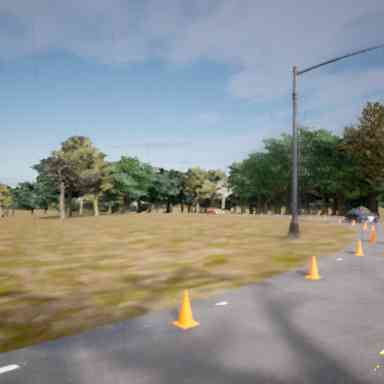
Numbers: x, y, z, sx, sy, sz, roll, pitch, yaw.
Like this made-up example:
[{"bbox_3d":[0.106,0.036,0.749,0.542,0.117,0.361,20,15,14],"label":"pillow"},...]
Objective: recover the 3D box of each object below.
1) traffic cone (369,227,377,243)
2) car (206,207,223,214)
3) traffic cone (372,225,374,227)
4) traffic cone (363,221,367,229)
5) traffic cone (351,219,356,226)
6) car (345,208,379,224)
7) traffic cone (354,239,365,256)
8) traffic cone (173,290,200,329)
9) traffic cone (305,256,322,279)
[{"bbox_3d":[9.021,2.195,16.536,0.340,0.580,0.340,0,-1,31],"label":"traffic cone"},{"bbox_3d":[5.099,4.253,75.956,2.097,1.767,4.553,1,-3,-27],"label":"car"},{"bbox_3d":[11.259,2.333,20.689,0.340,0.580,0.340,0,-2,25],"label":"traffic cone"},{"bbox_3d":[13.051,2.506,25.051,0.340,0.580,0.340,0,-2,19],"label":"traffic cone"},{"bbox_3d":[14.376,2.696,29.575,0.340,0.580,0.340,0,-2,13],"label":"traffic cone"},{"bbox_3d":[17.354,2.446,34.132,2.128,1.511,4.902,1,-2,6],"label":"car"},{"bbox_3d":[6.362,2.092,12.639,0.340,0.580,0.340,0,-1,37],"label":"traffic cone"},{"bbox_3d":[-0.101,1.995,5.778,0.340,0.580,0.340,0,-1,-41],"label":"traffic cone"},{"bbox_3d":[3.311,2.025,9.040,0.340,0.580,0.340,0,-1,43],"label":"traffic cone"}]
